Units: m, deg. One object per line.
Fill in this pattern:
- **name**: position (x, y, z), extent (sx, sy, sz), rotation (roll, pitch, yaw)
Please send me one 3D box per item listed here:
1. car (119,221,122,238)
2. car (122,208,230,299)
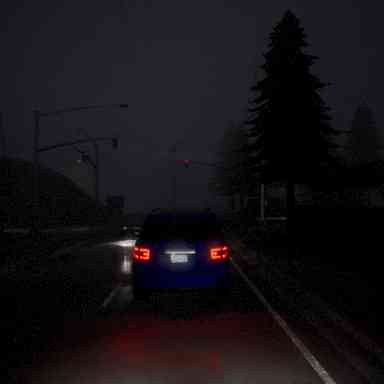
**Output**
- **car**: position (-3.524, 2.083, 21.254), extent (2.033, 1.411, 5.357), rotation (0, -3, -9)
- **car**: position (-0.240, 1.439, 9.239), extent (2.150, 2.045, 5.566), rotation (0, -1, 0)
